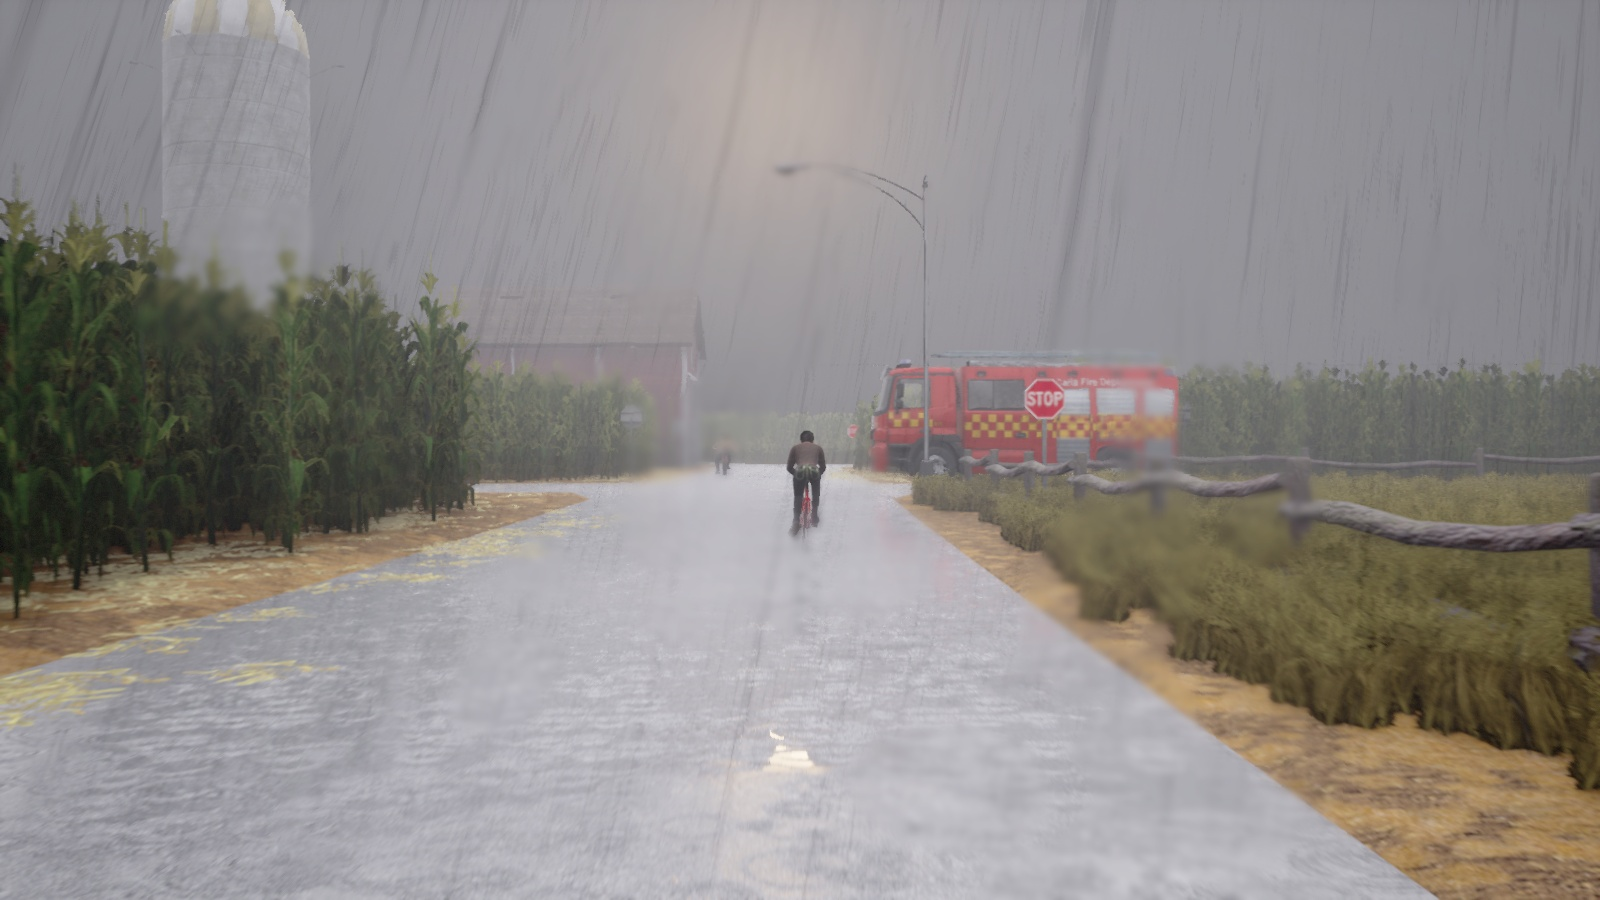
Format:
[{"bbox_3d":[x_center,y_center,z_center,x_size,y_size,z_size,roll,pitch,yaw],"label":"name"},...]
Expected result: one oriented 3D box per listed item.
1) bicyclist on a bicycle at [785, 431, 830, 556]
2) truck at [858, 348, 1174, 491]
[{"bbox_3d":[0.101,0.558,17.134,0.582,1.620,1.656,0,0,0],"label":"bicyclist on a bicycle"},{"bbox_3d":[5.970,-0.850,35.803,8.468,3.827,2.891,1,0,1],"label":"truck"}]
